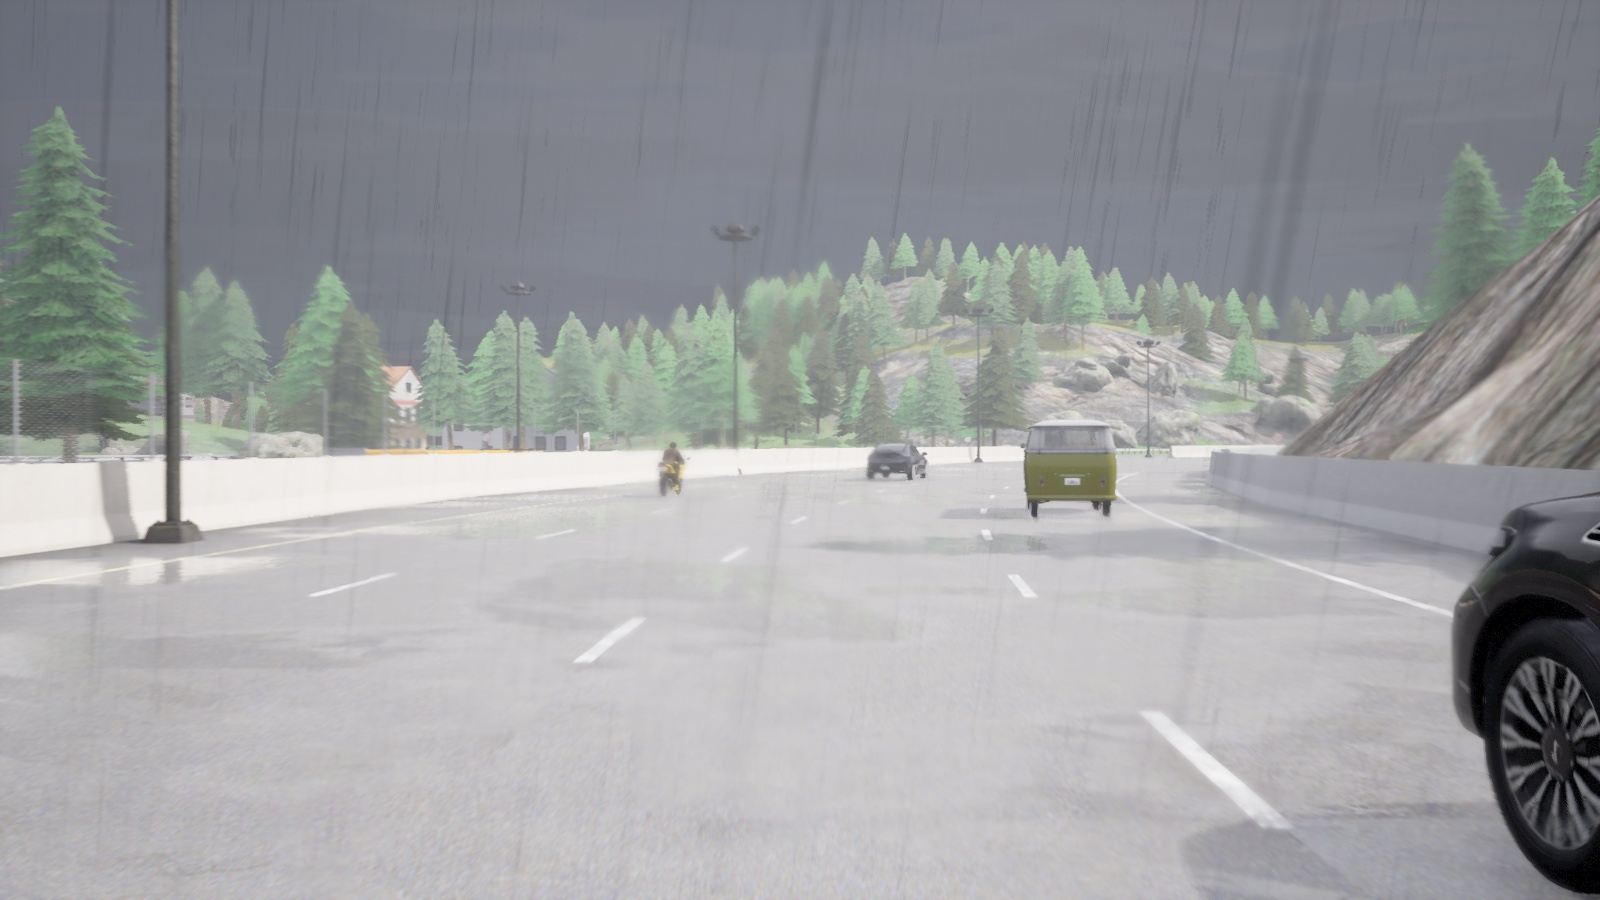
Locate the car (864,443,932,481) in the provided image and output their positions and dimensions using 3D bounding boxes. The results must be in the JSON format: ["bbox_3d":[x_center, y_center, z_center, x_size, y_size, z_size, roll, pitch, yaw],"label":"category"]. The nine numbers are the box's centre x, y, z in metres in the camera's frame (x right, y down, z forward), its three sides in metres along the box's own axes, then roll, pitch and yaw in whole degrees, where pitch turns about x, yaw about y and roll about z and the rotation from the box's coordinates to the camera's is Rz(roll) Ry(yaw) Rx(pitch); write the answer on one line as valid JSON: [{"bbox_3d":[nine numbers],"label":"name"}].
[{"bbox_3d":[4.079,0.469,51.658,1.837,1.490,4.892,0,0,16],"label":"car"}]

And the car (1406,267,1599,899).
[{"bbox_3d":[3.543,0.457,2.409,2.150,2.045,5.566,0,0,1],"label":"car"}]

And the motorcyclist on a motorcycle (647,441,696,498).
[{"bbox_3d":[-3.566,0.528,34.985,0.797,1.523,2.044,1,0,11],"label":"motorcyclist on a motorcycle"}]

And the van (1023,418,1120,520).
[{"bbox_3d":[5.723,0.358,26.892,1.775,1.987,4.442,0,0,9],"label":"van"}]
